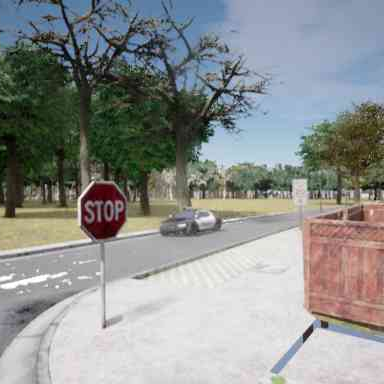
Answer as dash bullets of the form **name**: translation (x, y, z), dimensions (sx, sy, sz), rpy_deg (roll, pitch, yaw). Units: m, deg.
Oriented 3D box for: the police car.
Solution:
- **police car**: translation (-0.037, 1.777, 19.859), dimensions (2.038, 1.542, 4.974), rpy_deg (-2, -2, 31)
